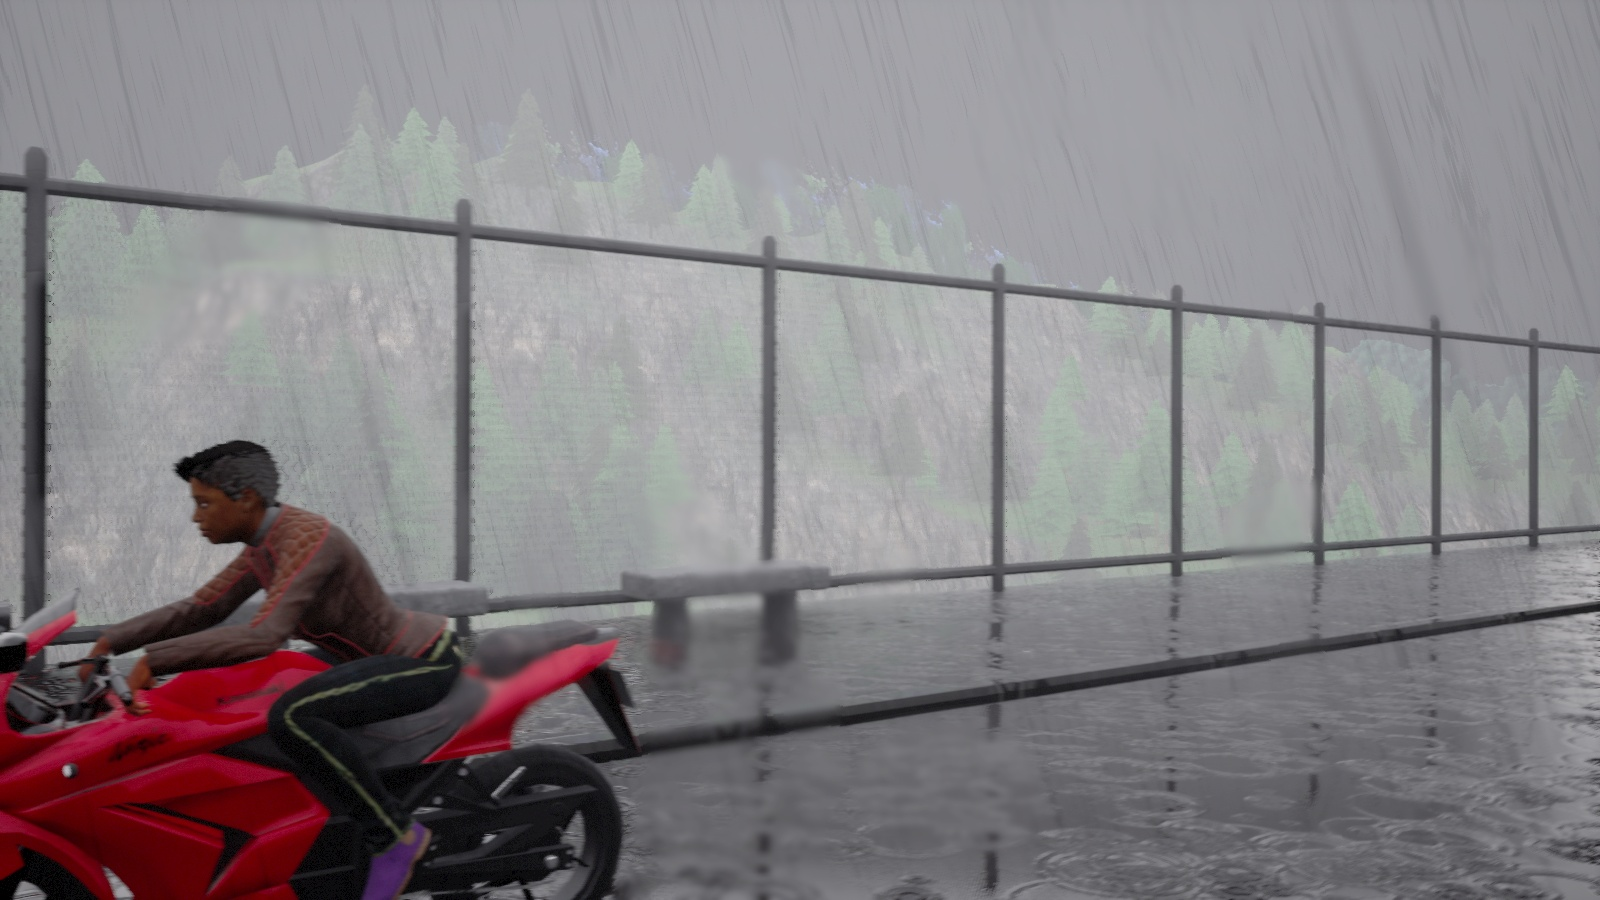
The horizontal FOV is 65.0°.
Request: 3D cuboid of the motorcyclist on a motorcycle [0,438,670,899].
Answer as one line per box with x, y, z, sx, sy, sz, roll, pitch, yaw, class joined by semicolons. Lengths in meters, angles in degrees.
-1.432;0.738;3.271;2.044;1.523;0.797;0;0;-35;motorcyclist on a motorcycle
